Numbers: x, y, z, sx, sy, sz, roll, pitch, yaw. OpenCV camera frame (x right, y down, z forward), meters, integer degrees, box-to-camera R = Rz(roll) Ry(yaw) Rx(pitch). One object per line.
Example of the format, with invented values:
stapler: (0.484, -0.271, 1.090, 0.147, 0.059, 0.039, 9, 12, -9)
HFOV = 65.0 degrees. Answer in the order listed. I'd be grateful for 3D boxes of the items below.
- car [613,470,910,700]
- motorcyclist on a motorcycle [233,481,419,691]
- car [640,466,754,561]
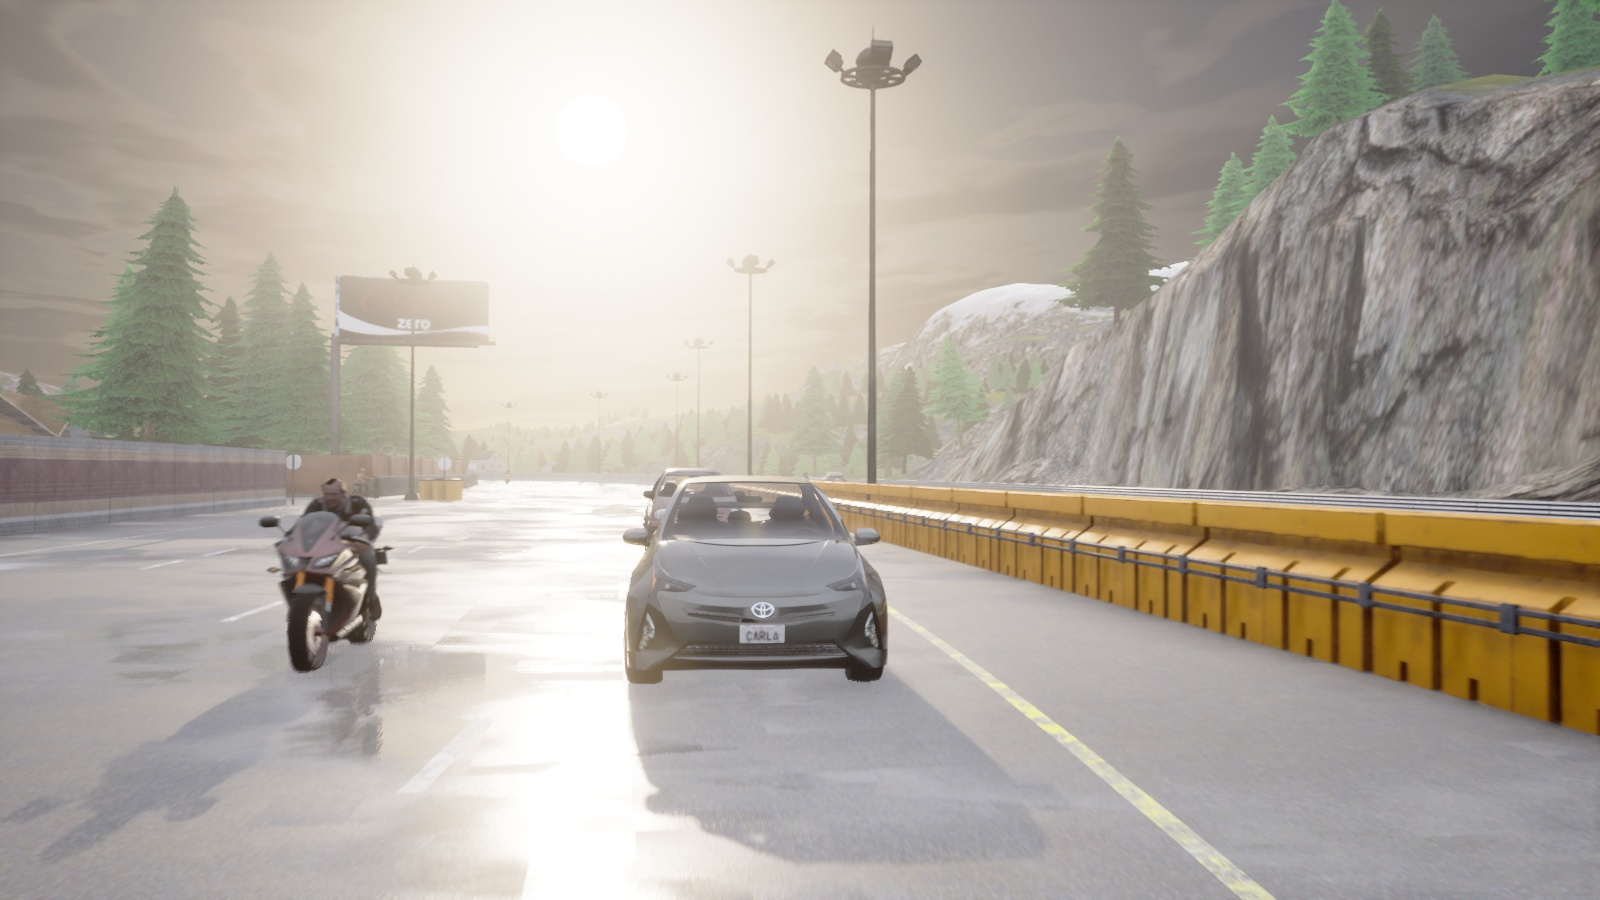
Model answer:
car: (-0.453, 0.943, 10.741, 2.007, 1.525, 4.514, 0, -1, -5)
motorcyclist on a motorcycle: (-3.873, 1.042, 10.482, 0.866, 1.530, 2.191, -1, -1, -5)
car: (-2.006, 1.114, 23.421, 1.851, 1.617, 3.988, 0, -1, -9)
